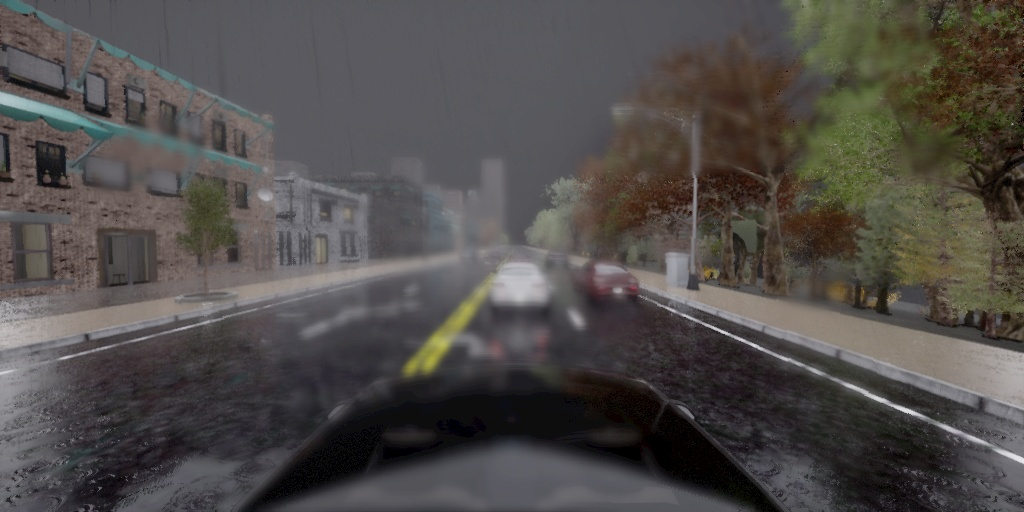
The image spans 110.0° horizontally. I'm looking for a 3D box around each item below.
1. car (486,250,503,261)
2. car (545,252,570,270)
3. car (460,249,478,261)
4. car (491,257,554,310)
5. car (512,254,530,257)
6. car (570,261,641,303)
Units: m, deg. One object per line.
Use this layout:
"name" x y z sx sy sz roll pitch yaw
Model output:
"car" -2.256 -0.052 46.778 1.994 1.385 4.181 0 2 2
"car" 4.048 0.348 31.730 2.128 1.511 4.902 0 2 2
"car" -5.507 -0.132 46.776 2.128 1.511 4.902 0 2 2
"car" 0.310 0.947 12.632 1.812 1.442 4.674 0 2 2
"car" 0.757 0.493 30.236 1.895 1.301 4.718 0 2 2
"car" 3.603 0.913 14.071 1.812 1.442 4.674 0 2 2
